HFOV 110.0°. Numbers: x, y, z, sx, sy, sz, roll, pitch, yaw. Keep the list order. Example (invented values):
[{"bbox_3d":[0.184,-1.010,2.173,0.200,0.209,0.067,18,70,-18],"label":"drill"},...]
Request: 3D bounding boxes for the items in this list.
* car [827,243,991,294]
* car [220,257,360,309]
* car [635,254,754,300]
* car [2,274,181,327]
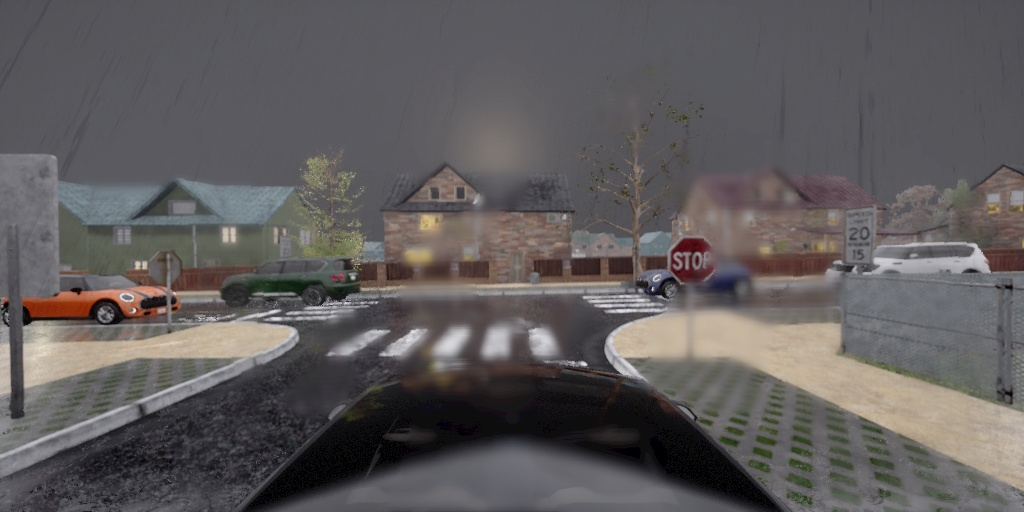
[{"bbox_3d":[17.233,0.482,15.723,5.566,2.045,2.150,-1,1,0],"label":"car"},{"bbox_3d":[-9.688,1.113,15.902,5.566,2.045,2.150,-1,0,2],"label":"car"},{"bbox_3d":[7.730,0.840,15.485,4.553,1.767,2.097,-1,1,-4],"label":"car"},{"bbox_3d":[-14.689,1.413,12.724,4.553,1.767,2.097,-1,1,0],"label":"car"}]
